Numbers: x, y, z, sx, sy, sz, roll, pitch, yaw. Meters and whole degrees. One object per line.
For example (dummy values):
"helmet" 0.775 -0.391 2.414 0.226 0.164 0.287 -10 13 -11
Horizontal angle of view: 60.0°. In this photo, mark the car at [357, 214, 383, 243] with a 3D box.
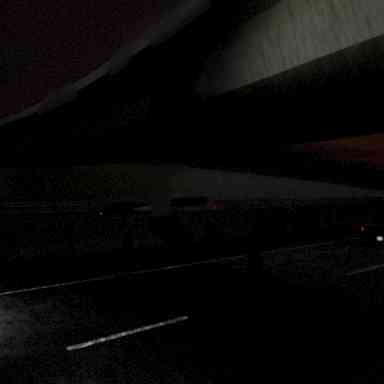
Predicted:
"car" 9.404 1.584 14.736 4.718 1.301 1.895 0 0 -35

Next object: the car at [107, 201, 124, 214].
"car" -3.097 1.488 23.266 4.892 1.490 1.837 0 0 -35

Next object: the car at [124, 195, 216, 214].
"car" -1.003 1.205 20.461 5.566 2.045 2.150 0 0 -35

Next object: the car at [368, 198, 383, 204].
"car" 28.417 1.621 49.945 4.718 1.301 1.895 0 0 -35

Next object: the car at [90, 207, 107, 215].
"car" -5.386 1.460 25.933 5.008 1.535 1.882 0 0 -35
